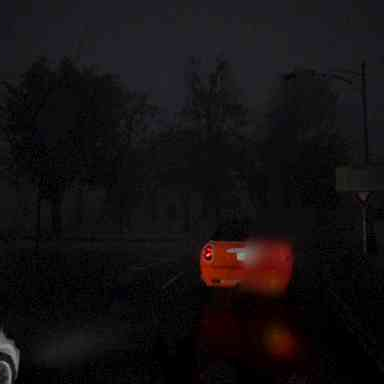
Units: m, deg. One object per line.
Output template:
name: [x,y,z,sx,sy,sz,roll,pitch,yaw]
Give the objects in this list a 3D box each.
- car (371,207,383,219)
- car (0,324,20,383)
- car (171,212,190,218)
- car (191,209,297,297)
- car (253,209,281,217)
car: [22.868,2.482,39.662,1.994,1.385,4.181,-1,-3,13]
car: [-2.876,1.534,1.719,1.812,1.442,4.674,0,0,3]
car: [-3.958,6.832,93.477,4.892,1.521,2.231,0,-5,-11]
car: [1.647,1.446,9.017,2.097,1.767,4.553,-1,-2,15]
car: [14.968,4.180,66.645,4.902,1.511,2.128,-3,-6,37]
